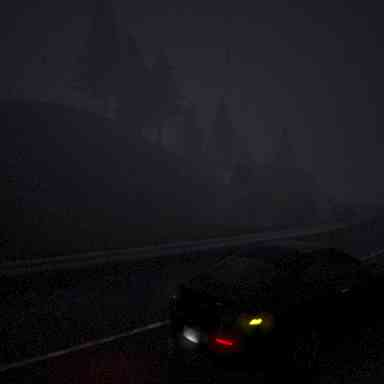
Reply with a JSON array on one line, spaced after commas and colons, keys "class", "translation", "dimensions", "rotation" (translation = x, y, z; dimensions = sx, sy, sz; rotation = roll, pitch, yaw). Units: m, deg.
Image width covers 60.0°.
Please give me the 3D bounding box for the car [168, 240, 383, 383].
[{"class": "car", "translation": [1.773, 1.536, 5.443], "dimensions": [4.674, 1.442, 1.812], "rotation": [0, 0, -39]}]
